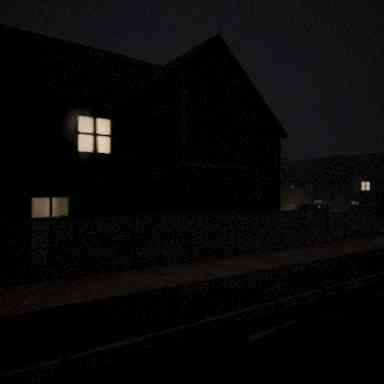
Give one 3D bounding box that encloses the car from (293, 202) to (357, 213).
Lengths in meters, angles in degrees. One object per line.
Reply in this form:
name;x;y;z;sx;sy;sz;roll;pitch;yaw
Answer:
car;11.166;1.890;28.131;2.150;2.045;5.566;0;-1;-36
